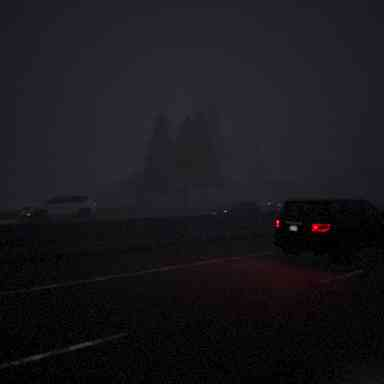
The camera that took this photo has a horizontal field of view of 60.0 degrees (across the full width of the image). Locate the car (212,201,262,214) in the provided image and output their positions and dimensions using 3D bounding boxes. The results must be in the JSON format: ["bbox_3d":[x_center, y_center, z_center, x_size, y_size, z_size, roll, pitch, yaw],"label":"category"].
[{"bbox_3d":[3.909,1.512,28.247,4.892,1.490,1.837,1,0,-35],"label":"car"}]

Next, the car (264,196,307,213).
[{"bbox_3d":[10.461,1.360,36.988,4.553,1.767,2.097,0,0,-33],"label":"car"}]

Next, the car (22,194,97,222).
[{"bbox_3d":[-10.453,1.222,26.622,5.566,2.045,2.150,0,0,-35],"label":"car"}]

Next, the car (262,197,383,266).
[{"bbox_3d":[5.320,1.223,11.837,5.566,2.045,2.150,0,0,-36],"label":"car"}]
